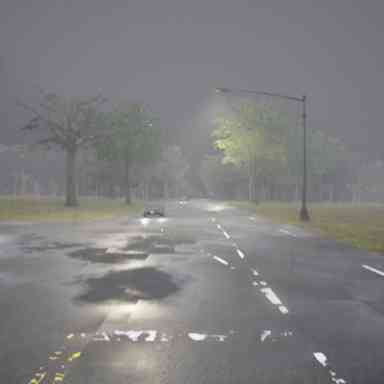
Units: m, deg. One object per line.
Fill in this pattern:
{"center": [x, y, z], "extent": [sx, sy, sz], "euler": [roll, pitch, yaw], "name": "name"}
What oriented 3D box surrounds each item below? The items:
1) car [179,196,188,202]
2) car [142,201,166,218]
{"center": [-2.169, 1.894, 87.386], "extent": [2.128, 1.511, 4.902], "euler": [0, 0, 7], "name": "car"}
{"center": [-3.461, 1.589, 31.249], "extent": [1.837, 1.490, 4.892], "euler": [0, 0, 0], "name": "car"}
